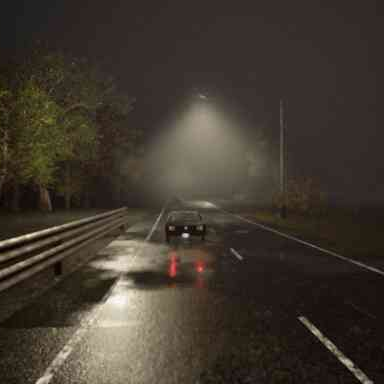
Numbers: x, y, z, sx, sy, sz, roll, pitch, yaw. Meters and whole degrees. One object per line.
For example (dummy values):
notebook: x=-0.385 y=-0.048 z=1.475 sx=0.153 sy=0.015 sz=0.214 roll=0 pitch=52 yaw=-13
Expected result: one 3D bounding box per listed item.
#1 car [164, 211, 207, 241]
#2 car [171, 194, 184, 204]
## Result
car: x=-0.393 y=1.602 z=16.643 sx=1.895 sy=1.301 sz=4.718 roll=0 pitch=0 yaw=-3
car: x=-2.859 y=1.534 z=60.838 sx=2.033 sy=1.411 sz=5.357 roll=0 pitch=0 yaw=-3
